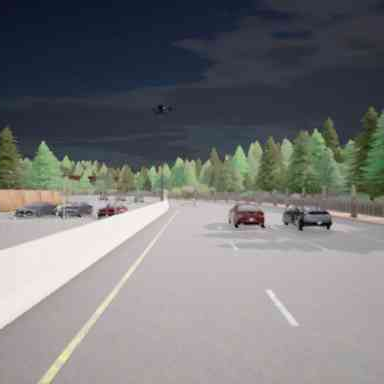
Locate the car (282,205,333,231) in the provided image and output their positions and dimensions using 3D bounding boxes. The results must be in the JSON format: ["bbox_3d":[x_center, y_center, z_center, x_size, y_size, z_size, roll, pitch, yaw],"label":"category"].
[{"bbox_3d":[7.099,1.526,20.923,2.128,1.511,4.902,0,0,0],"label":"car"}]

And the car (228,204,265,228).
[{"bbox_3d":[3.599,1.515,22.516,1.882,1.535,5.008,0,0,0],"label":"car"}]

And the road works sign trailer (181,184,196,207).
[{"bbox_3d":[-0.599,0.555,54.805,2.380,3.560,2.880,0,0,-10],"label":"road works sign trailer"}]
